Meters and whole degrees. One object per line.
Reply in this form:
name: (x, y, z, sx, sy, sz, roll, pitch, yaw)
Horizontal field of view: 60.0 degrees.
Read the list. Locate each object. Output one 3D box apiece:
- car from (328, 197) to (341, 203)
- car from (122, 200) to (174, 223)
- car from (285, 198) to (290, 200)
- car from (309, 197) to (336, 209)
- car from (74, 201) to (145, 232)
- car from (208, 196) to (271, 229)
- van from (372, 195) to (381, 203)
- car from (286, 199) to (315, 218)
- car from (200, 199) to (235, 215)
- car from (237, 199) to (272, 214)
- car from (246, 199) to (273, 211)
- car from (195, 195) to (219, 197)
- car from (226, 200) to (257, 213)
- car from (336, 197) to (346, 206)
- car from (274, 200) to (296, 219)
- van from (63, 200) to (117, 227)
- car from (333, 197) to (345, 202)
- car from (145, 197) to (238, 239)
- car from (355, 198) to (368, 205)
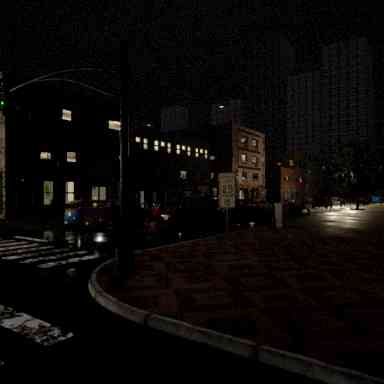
car: (34.805, 1.914, 81.233, 2.008, 1.369, 4.403, -1, -1, 35)
car: (-3.509, 1.530, 27.138, 1.967, 1.590, 4.097, -1, -1, 35)
car: (15.549, 1.741, 54.046, 1.752, 1.417, 4.829, -1, -1, 35)
car: (19.485, 1.536, 49.578, 2.097, 1.767, 4.553, 0, 0, 35)
car: (-4.584, 1.538, 21.137, 1.882, 1.535, 5.008, 0, 0, 35)
car: (3.331, 1.367, 22.298, 2.192, 1.841, 5.009, -1, -1, 35)
van: (44.837, 1.694, 80.903, 1.690, 1.788, 3.998, -1, -1, 35)
car: (9.718, 1.657, 31.313, 1.947, 1.339, 4.313, -1, -1, 35)
car: (2.877, 1.569, 36.155, 1.967, 1.590, 4.097, -1, -1, 35)
car: (7.159, 1.609, 37.694, 1.882, 1.535, 5.008, 0, 0, 36)
car: (9.263, 1.722, 45.169, 2.008, 1.369, 4.403, -1, -1, 35)
car: (1.118, 1.315, 29.184, 2.150, 2.045, 5.566, 0, 0, 35)
car: (6.070, 1.700, 40.661, 2.008, 1.369, 4.403, -1, -1, 35)
car: (25.356, 1.828, 57.867, 1.895, 1.301, 4.718, 0, 0, 36)
car: (6.525, 1.616, 26.804, 1.887, 1.381, 4.507, -1, -1, 35)
van: (-6.701, 1.413, 22.631, 1.690, 1.788, 3.998, -1, 0, 35)
car: (37.998, 1.935, 85.741, 1.887, 1.381, 4.507, -1, -1, 35)
car: (0.138, 1.349, 17.790, 2.192, 1.841, 5.009, -1, -1, 35)
car: (32.067, 1.801, 62.868, 2.008, 1.369, 4.403, -1, -1, 35)
